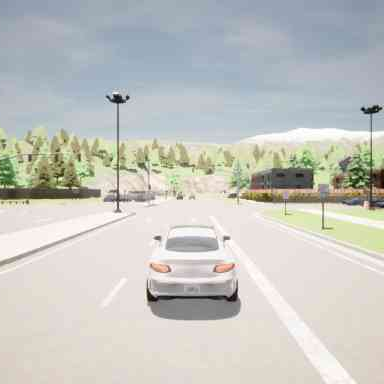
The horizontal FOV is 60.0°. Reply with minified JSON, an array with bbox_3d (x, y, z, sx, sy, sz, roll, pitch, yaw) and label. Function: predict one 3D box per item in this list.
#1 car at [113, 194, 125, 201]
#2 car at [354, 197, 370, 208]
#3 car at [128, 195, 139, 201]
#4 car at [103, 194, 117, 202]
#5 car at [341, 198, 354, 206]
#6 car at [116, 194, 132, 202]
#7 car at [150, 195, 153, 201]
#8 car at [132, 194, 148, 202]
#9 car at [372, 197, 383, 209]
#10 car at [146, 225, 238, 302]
[{"bbox_3d":[-18.458,1.355,84.722,2.097,1.767,4.553,0,0,0],"label":"car"},{"bbox_3d":[26.348,1.477,47.141,5.008,1.535,1.882,0,0,0],"label":"car"},{"bbox_3d":[-14.957,1.540,85.133,2.033,1.411,5.357,0,0,0],"label":"car"},{"bbox_3d":[-18.462,1.355,74.906,2.097,1.767,4.553,0,0,0],"label":"car"},{"bbox_3d":[27.309,1.548,54.145,5.357,1.411,2.033,0,0,0],"label":"car"},{"bbox_3d":[-14.962,1.540,75.106,2.033,1.411,5.357,0,0,0],"label":"car"},{"bbox_3d":[-11.458,1.595,83.643,1.895,1.301,4.718,0,0,0],"label":"car"},{"bbox_3d":[-11.462,1.355,74.817,2.097,1.767,4.553,0,0,0],"label":"car"},{"bbox_3d":[26.859,1.548,43.647,5.357,1.411,2.033,0,0,-1],"label":"car"},{"bbox_3d":[0.004,1.526,8.149,1.812,1.442,4.674,0,0,0],"label":"car"}]
